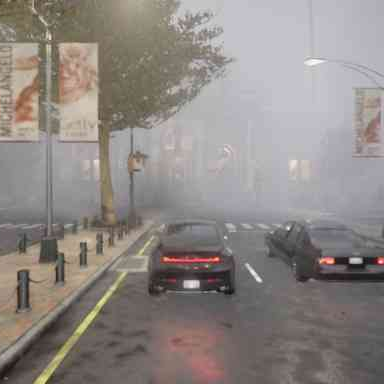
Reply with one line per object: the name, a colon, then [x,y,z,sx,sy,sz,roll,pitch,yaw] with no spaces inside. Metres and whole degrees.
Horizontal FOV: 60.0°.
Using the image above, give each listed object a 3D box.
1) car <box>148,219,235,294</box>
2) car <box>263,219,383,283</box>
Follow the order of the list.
car: [-0.012,1.463,8.631,1.837,1.490,4.892,0,0,0]
car: [3.486,1.502,9.598,2.033,1.411,5.357,0,0,0]
